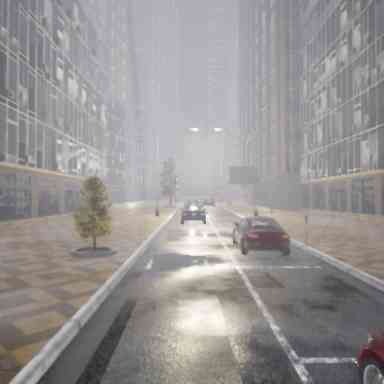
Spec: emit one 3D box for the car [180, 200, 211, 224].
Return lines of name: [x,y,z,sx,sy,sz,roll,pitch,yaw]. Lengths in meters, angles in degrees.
car: [0.107,1.574,25.177,2.033,1.411,5.357,0,0,0]

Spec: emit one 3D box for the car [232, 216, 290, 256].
car: [2.581,1.593,12.936,1.802,1.307,4.206,1,0,0]

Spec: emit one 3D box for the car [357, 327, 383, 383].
car: [2.578,1.583,1.802,1.802,1.307,4.206,1,0,0]

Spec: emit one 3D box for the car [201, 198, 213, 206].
car: [2.593,1.663,57.476,1.802,1.307,4.206,1,0,0]

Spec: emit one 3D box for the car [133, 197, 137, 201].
car: [-17.427,1.923,92.623,4.403,1.369,2.008,-1,-1,14]

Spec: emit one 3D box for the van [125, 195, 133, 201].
van: [-17.806,1.558,84.457,3.998,1.788,1.690,-1,-1,14]

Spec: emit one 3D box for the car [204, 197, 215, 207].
car: [2.594,1.510,51.909,1.967,1.590,4.097,1,0,0]
